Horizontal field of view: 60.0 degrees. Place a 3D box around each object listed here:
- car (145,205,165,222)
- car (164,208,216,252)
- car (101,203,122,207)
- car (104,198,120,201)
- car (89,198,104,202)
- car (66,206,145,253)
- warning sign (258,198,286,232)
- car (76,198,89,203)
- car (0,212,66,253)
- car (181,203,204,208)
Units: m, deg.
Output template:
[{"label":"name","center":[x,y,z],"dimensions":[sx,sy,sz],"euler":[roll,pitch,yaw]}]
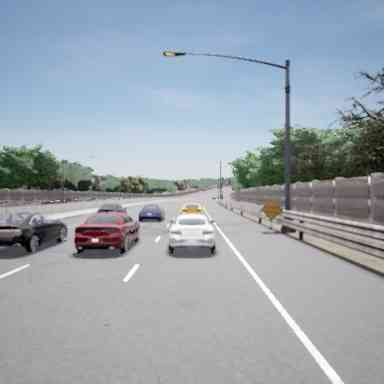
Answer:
[{"label":"car","center":[-3.491,1.815,29.286],"dimensions":[1.994,1.385,4.181],"euler":[0,0,0]},{"label":"car","center":[0.005,1.657,14.378],"dimensions":[1.812,1.442,4.674],"euler":[0,0,0]},{"label":"car","center":[-6.991,1.759,29.308],"dimensions":[1.837,1.490,4.892],"euler":[0,0,0]},{"label":"car","center":[-16.707,2.100,72.109],"dimensions":[2.128,1.511,4.902],"euler":[0,-1,2]},{"label":"car","center":[-20.203,2.096,72.259],"dimensions":[1.812,1.442,4.674],"euler":[0,-1,2]},{"label":"car","center":[-3.493,1.609,14.474],"dimensions":[1.882,1.535,5.008],"euler":[0,0,0]},{"label":"warning sign","center":[4.581,1.289,19.134],"dimensions":[1.300,1.860,1.060],"euler":[2,1,0]},{"label":"car","center":[-23.700,2.094,72.409],"dimensions":[2.128,1.511,4.902],"euler":[0,-1,2]},{"label":"car","center":[-6.995,1.622,14.292],"dimensions":[2.128,1.511,4.902],"euler":[0,0,0]},{"label":"car","center":[0.011,1.730,29.476],"dimensions":[1.882,1.535,5.008],"euler":[0,0,0]}]
